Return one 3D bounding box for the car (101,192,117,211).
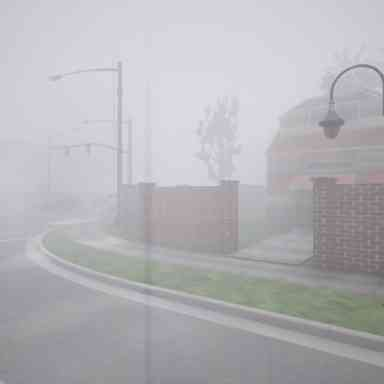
[{"bbox_3d":[-6.975,1.046,37.222,2.150,2.045,5.566,0,1,37],"label":"car"}]

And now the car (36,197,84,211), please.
[{"bbox_3d":[-14.949,1.373,38.621,1.837,1.490,4.892,0,1,36],"label":"car"}]

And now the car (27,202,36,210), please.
[{"bbox_3d":[-17.679,1.396,40.809,1.812,1.442,4.674,0,1,37],"label":"car"}]

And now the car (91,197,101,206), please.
[{"bbox_3d":[-12.279,1.268,47.955,1.837,1.490,4.892,0,1,37],"label":"car"}]
